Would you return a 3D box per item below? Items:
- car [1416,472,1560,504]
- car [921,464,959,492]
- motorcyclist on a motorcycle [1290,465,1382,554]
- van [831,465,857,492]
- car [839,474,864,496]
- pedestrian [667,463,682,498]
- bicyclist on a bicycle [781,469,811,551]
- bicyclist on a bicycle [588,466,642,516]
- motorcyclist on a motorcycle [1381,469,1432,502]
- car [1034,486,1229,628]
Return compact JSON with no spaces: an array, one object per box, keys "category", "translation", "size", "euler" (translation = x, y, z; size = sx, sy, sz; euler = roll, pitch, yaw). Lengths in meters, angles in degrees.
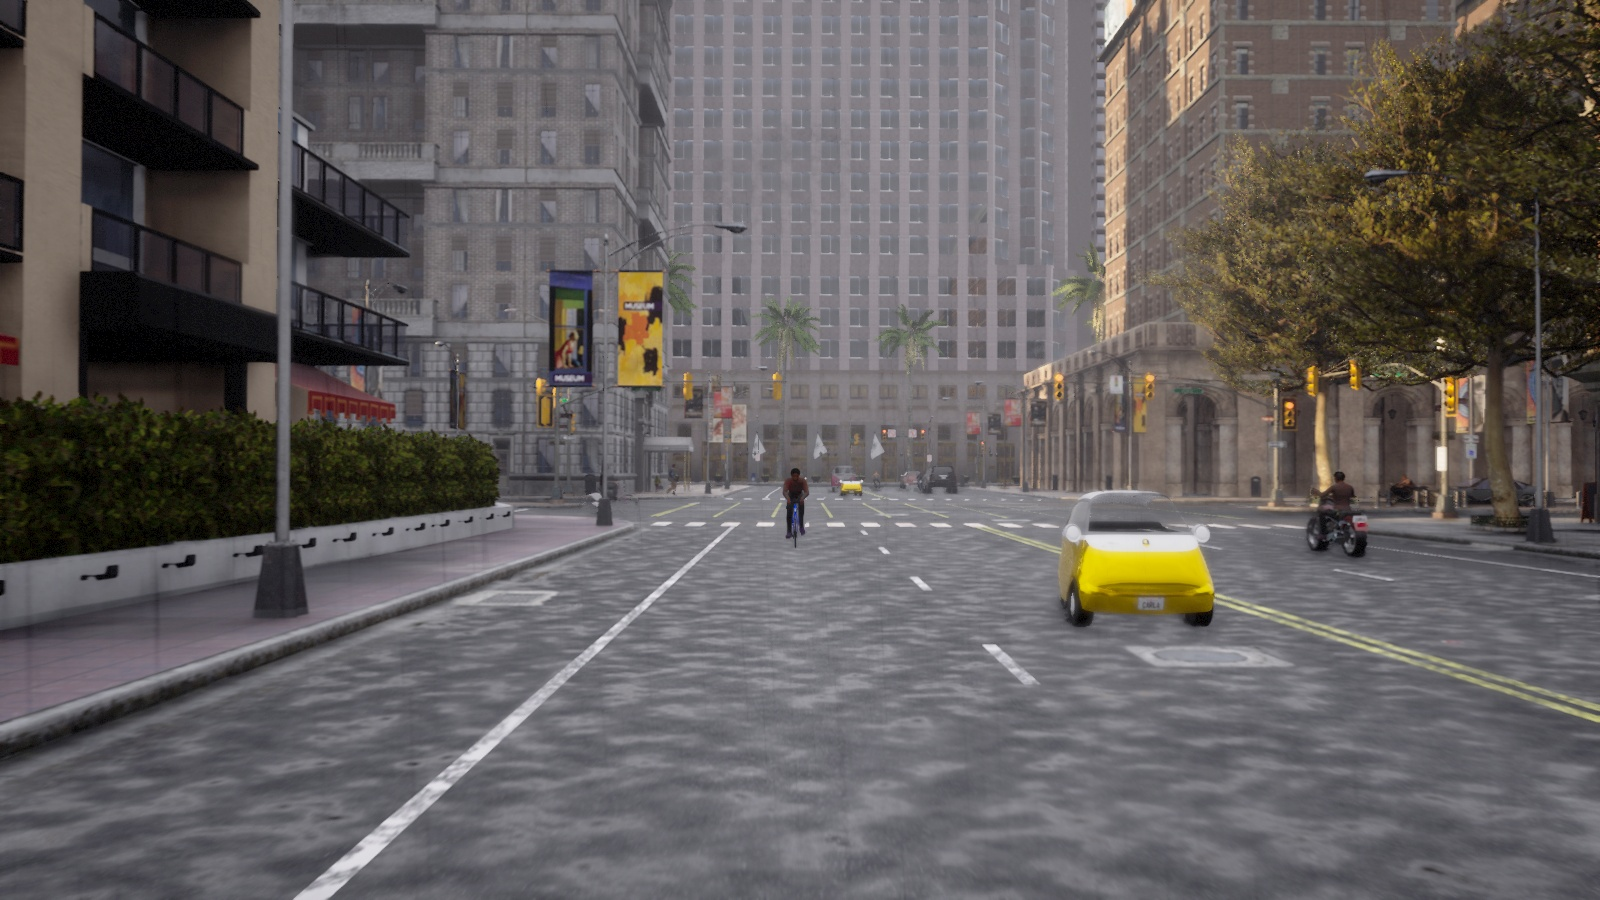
[{"category":"car","translation":[30.982,1.691,56.694],"size":[5.357,1.411,2.033],"euler":[0,-1,1]},{"category":"car","translation":[10.250,2.045,92.379],"size":[2.150,2.045,5.566],"euler":[0,-1,0]},{"category":"motorcyclist on a motorcycle","translation":[10.423,1.135,24.510],"size":[0.766,1.649,2.350],"euler":[0,-1,0]},{"category":"van","translation":[3.260,2.133,93.963],"size":[1.775,1.987,4.442],"euler":[0,-1,0]},{"category":"car","translation":[3.254,2.204,80.112],"size":[1.481,1.376,2.207],"euler":[0,-1,0]},{"category":"pedestrian","translation":[-7.026,1.679,70.186],"size":[0.788,1.949,0.423],"euler":[0,-1,-19]},{"category":"bicyclist on a bicycle","translation":[-0.080,1.200,25.738],"size":[0.582,1.620,1.656],"euler":[0,-1,0]},{"category":"bicyclist on a bicycle","translation":[-6.688,1.475,45.392],"size":[1.843,1.776,0.659],"euler":[0,-1,0]},{"category":"motorcyclist on a motorcycle","translation":[29.116,1.695,60.284],"size":[2.044,1.523,0.797],"euler":[1,-1,1]},{"category":"car","translation":[3.458,1.081,13.432],"size":[1.481,1.376,2.207],"euler":[0,-1,0]}]
